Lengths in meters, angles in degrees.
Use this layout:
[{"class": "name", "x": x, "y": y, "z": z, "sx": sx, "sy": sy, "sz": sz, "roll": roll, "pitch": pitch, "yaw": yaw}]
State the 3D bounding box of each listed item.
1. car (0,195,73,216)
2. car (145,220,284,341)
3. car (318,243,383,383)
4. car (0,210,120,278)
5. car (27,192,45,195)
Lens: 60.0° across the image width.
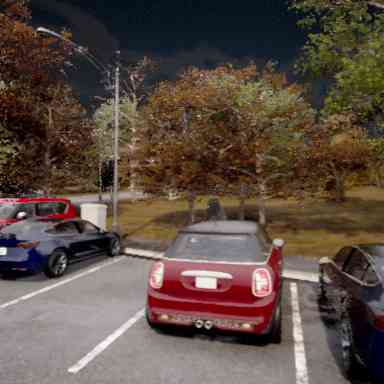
[{"class": "car", "x": -6.415, "y": 1.239, "z": 11.983, "sx": 2.435, "sy": 2.045, "sz": 5.566, "roll": 1, "pitch": -1, "yaw": 16}, {"class": "car", "x": 0.769, "y": 1.360, "z": 6.850, "sx": 2.185, "sy": 1.767, "sz": 4.553, "roll": 0, "pitch": -1, "yaw": 15}, {"class": "car", "x": 3.179, "y": 1.516, "z": 5.195, "sx": 2.163, "sy": 1.488, "sz": 4.792, "roll": 0, "pitch": -1, "yaw": 16}, {"class": "car", "x": -4.013, "y": 1.519, "z": 10.327, "sx": 2.163, "sy": 1.488, "sz": 4.792, "roll": 0, "pitch": -1, "yaw": 16}, {"class": "car", "x": -16.103, "y": 0.707, "z": 34.210, "sx": 1.994, "sy": 1.385, "sz": 4.181, "roll": 1, "pitch": 4, "yaw": 37}]
